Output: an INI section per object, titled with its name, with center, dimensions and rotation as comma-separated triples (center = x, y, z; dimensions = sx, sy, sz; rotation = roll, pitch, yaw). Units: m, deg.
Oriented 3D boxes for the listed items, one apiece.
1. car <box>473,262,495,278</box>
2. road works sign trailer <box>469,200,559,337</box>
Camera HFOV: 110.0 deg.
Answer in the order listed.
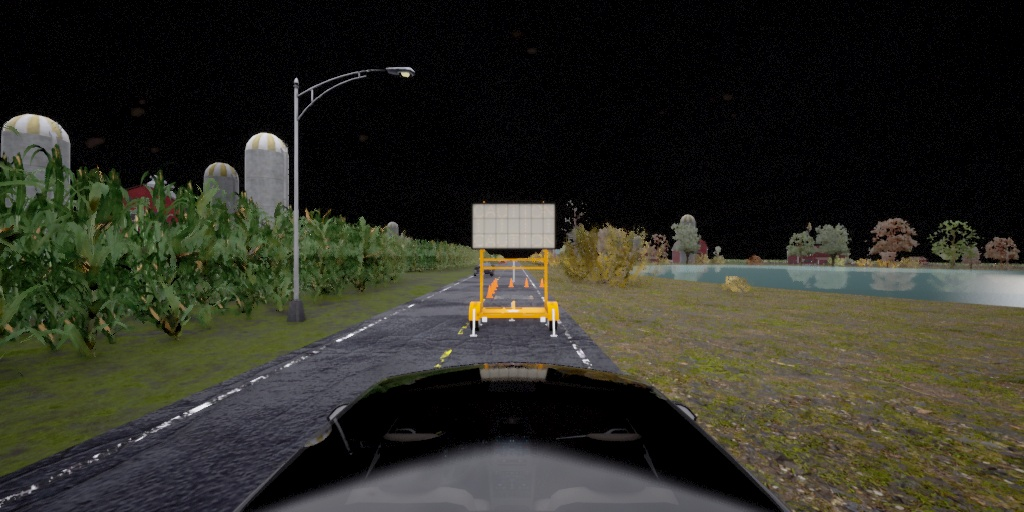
[car]
center = -2.669, 1.329, 35.202
dimensions = 2.033, 1.411, 5.357
rotation = 0, 0, 0
[road works sign trailer]
center = 0.051, 0.217, 10.295
dimensions = 2.380, 3.560, 2.880
rotation = 0, 0, 0
